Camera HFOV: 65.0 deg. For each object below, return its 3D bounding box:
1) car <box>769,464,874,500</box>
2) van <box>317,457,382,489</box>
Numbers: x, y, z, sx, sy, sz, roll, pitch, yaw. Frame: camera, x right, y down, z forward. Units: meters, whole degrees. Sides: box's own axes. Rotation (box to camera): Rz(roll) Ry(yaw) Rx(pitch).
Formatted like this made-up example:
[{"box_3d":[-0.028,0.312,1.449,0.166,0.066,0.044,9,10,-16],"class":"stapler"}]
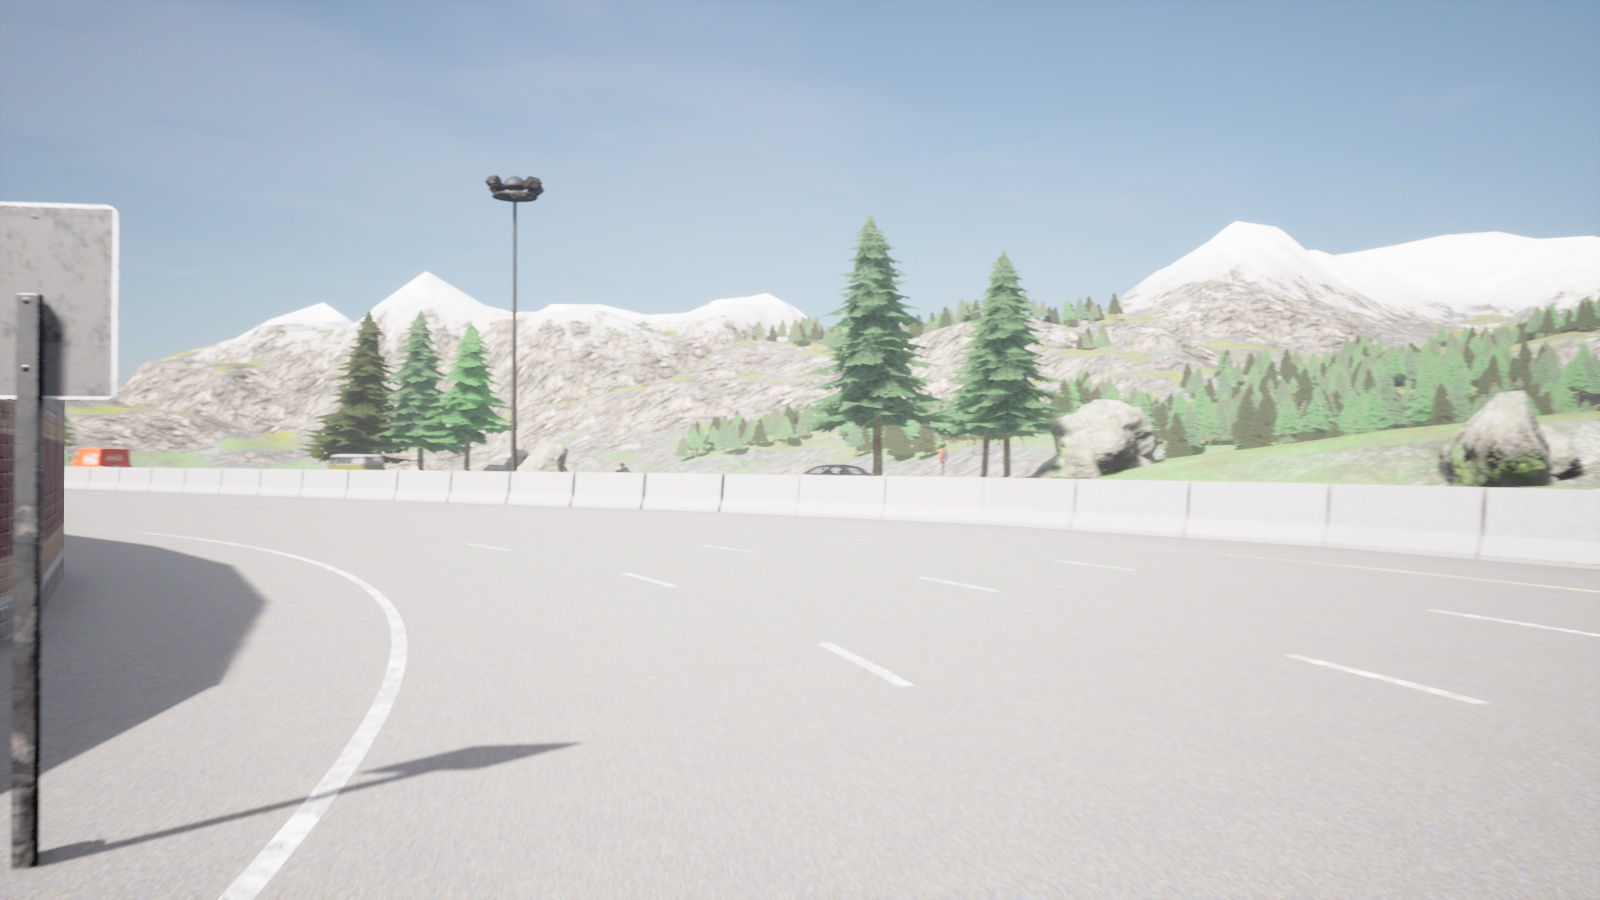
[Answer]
[{"box_3d":[0.900,1.334,53.166,4.193,1.474,1.816,-1,-1,39],"class":"car"},{"box_3d":[-28.598,1.465,79.692,4.442,1.987,1.775,-1,-1,37],"class":"van"}]
